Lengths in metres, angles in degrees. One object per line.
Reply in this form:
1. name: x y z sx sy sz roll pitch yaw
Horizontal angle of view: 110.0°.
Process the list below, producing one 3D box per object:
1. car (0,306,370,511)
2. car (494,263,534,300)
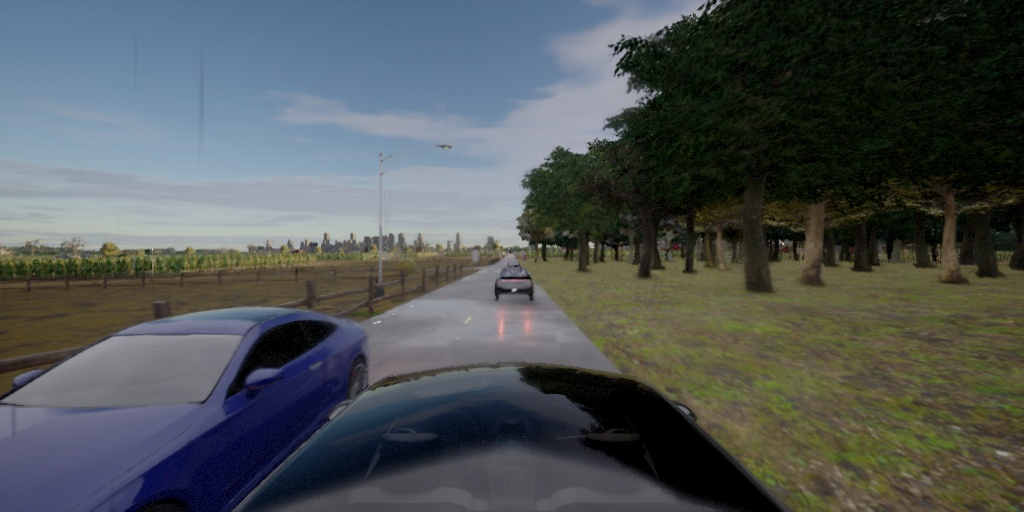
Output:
1. car: -2.849 1.285 3.341 1.812 1.442 4.674 0 0 -1
2. car: 0.103 1.314 18.232 2.128 1.511 4.902 0 0 0
